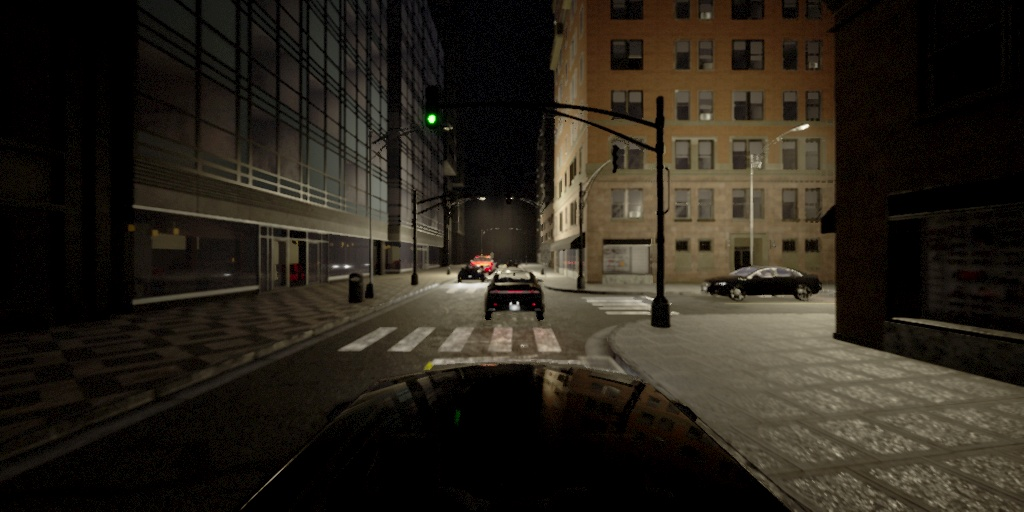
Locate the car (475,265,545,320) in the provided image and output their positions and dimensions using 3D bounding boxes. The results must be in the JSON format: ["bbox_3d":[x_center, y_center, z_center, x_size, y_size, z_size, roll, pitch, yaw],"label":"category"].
[{"bbox_3d":[0.080,1.248,12.701,2.128,1.511,4.902,0,0,0],"label":"car"}]

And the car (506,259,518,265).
[{"bbox_3d":[0.051,1.319,59.441,1.812,1.442,4.674,0,0,0],"label":"car"}]

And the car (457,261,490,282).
[{"bbox_3d":[-3.120,1.335,28.567,1.994,1.385,4.181,0,0,0],"label":"car"}]

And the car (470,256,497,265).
[{"bbox_3d":[-3.121,0.999,37.986,2.150,2.045,5.566,0,0,0],"label":"car"}]

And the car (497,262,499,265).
[{"bbox_3d":[-3.133,1.310,47.881,1.812,1.442,4.674,0,0,0],"label":"car"}]

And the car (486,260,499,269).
[{"bbox_3d":[-3.081,1.318,58.170,1.812,1.442,4.674,0,0,0],"label":"car"}]

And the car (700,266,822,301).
[{"bbox_3d":[11.318,1.223,16.491,4.902,1.511,2.128,0,0,0],"label":"car"}]
